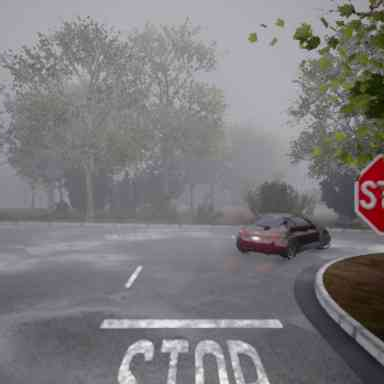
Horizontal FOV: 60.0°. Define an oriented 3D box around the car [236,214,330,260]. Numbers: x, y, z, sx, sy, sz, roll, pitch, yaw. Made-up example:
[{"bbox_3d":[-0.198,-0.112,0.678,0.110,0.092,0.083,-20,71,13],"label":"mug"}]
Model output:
[{"bbox_3d":[3.480,1.504,12.344,1.994,1.385,4.181,0,0,43],"label":"car"}]
